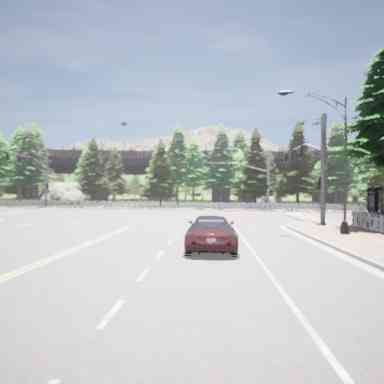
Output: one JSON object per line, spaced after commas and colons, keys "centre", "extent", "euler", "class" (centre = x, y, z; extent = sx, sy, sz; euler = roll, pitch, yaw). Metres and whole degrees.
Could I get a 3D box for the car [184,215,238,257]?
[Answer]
{"centre": [0.767, 1.632, 13.407], "extent": [1.994, 1.385, 4.181], "euler": [1, 0, 3], "class": "car"}
